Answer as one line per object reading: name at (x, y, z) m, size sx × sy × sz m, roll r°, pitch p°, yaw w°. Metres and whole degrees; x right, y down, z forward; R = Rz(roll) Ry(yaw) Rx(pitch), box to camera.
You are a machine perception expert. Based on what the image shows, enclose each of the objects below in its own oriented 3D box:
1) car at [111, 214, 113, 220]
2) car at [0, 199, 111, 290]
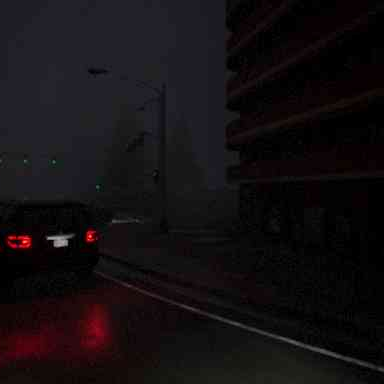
car at (-7.433, 1.525, 22.835) m, size 1.994 × 1.385 × 4.181 m, roll 0°, pitch 0°, yaw 32°
car at (-4.544, 1.197, 9.433) m, size 2.150 × 2.045 × 5.566 m, roll 0°, pitch 0°, yaw -38°
